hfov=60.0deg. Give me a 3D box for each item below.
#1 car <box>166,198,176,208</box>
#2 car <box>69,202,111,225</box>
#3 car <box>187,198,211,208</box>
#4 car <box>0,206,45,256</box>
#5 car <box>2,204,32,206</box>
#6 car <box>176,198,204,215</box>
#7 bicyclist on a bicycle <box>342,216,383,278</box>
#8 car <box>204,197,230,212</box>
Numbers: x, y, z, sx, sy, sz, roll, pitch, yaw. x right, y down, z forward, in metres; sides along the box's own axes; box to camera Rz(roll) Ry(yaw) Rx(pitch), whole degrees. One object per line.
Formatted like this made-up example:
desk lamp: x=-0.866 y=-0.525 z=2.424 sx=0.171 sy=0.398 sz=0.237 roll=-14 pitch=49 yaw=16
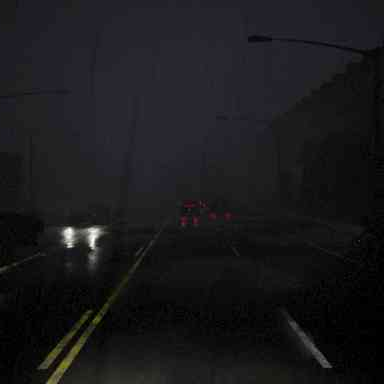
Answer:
car: x=-2.143 y=1.545 z=46.840 sx=2.033 sy=1.411 sz=5.357 roll=0 pitch=0 yaw=-21
car: x=-7.322 y=1.476 z=24.259 sx=1.882 sy=1.535 sz=5.008 roll=0 pitch=0 yaw=0
car: x=0.954 y=1.599 z=47.950 sx=1.895 sy=1.301 sz=4.718 roll=0 pitch=0 yaw=-20
car: x=-7.202 y=1.477 z=12.233 sx=1.882 sy=1.535 sz=5.008 roll=0 pitch=0 yaw=-1
car: x=-10.744 y=1.492 z=20.043 sx=2.128 sy=1.511 sz=4.902 roll=0 pitch=0 yaw=0
car: x=-0.292 y=1.491 z=33.681 sx=2.128 sy=1.511 sz=4.902 roll=0 pitch=0 yaw=-2
bicyclist on a bicycle: x=4.718 y=1.450 z=8.716 sx=1.656 sy=1.620 sz=0.582 roll=-2 pitch=0 yaw=-1
car: x=2.944 y=1.351 z=38.143 sx=2.097 sy=1.767 sz=4.553 roll=0 pitch=0 yaw=-4
